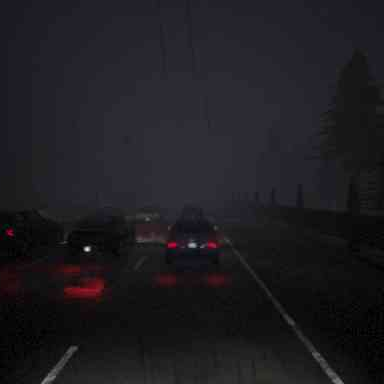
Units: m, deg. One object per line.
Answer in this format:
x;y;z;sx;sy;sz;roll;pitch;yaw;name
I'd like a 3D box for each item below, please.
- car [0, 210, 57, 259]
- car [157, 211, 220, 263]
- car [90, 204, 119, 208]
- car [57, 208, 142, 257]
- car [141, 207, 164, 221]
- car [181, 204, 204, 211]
-6.972;1.491;13.424;2.097;1.767;4.553;0;-1;0;car
0.018;1.678;12.517;2.033;1.411;5.357;0;-1;0;car
-6.962;1.894;28.251;1.895;1.301;4.718;0;-1;0;car
-3.472;1.648;13.499;1.837;1.490;4.892;0;0;0;car
-3.463;1.893;28.242;1.895;1.301;4.718;0;-1;0;car
0.049;1.780;29.253;1.882;1.535;5.008;0;0;1;car
